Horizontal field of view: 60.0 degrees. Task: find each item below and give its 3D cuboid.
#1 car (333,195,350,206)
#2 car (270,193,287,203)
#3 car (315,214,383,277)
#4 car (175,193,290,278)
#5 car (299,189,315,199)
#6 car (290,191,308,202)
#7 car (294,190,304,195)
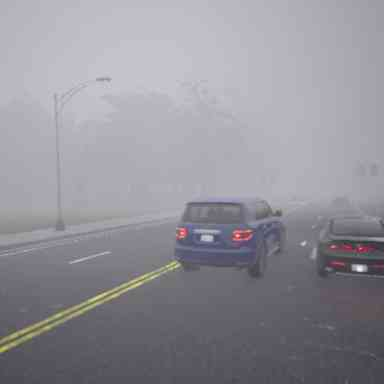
[{"bbox_3d":[19.445,1.053,43.423,1.812,1.442,4.674,-1,0,24],"label":"car"},{"bbox_3d":[15.223,1.022,58.127,2.033,1.411,5.357,-1,1,24],"label":"car"},{"bbox_3d":[4.657,1.405,9.527,1.837,1.490,4.892,-1,0,24],"label":"car"},{"bbox_3d":[1.441,1.160,10.293,2.150,2.045,5.566,-1,0,24],"label":"car"},{"bbox_3d":[24.602,0.636,71.306,1.882,1.535,5.008,-1,1,24],"label":"car"},{"bbox_3d":[18.203,1.005,56.852,1.994,1.385,4.181,-1,1,24],"label":"car"},{"bbox_3d":[27.916,0.101,86.933,1.994,1.385,4.181,-1,1,24],"label":"car"}]
